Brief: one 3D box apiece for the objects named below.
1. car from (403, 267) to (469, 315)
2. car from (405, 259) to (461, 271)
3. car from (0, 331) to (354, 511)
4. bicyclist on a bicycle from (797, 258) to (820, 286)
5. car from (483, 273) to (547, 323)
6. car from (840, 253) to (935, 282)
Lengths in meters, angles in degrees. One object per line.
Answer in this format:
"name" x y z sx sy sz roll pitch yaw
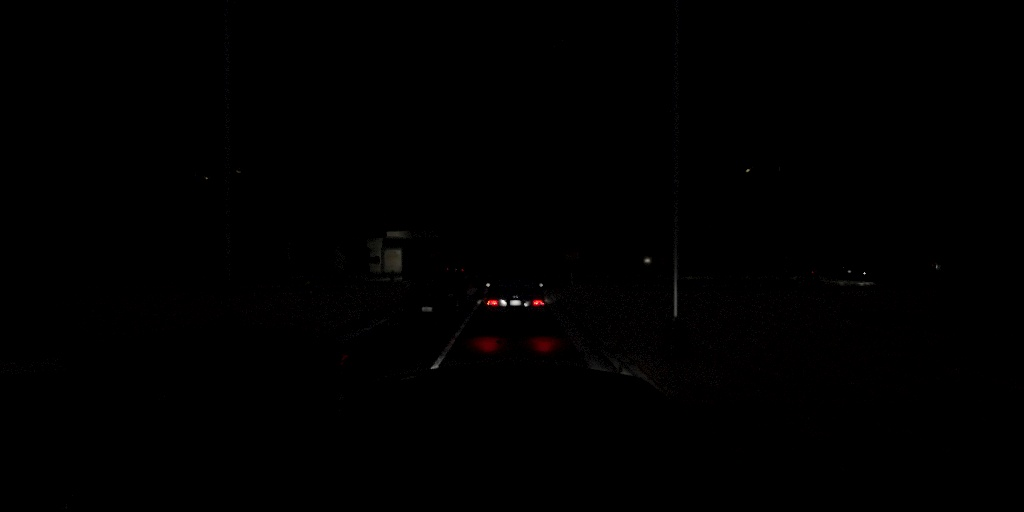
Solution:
"car" -2.641 1.270 13.316 1.948 1.339 4.313 0 0 0
"car" -5.712 1.013 25.877 4.553 1.767 2.097 0 1 29
"car" -2.638 1.313 2.412 1.948 1.339 4.313 0 0 0
"bicyclist on a bicycle" 17.353 0.945 21.000 0.582 1.620 1.656 0 0 0
"car" 0.086 1.257 11.827 2.033 1.411 5.357 0 0 0
"car" 28.042 0.807 26.854 5.566 2.045 2.150 0 0 0
